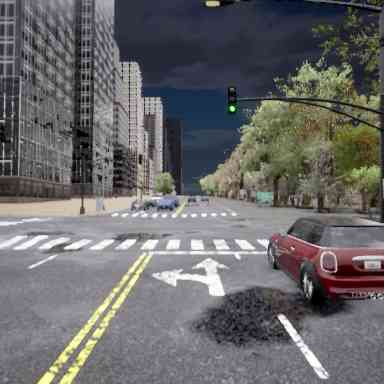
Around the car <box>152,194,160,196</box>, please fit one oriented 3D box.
[{"bbox_3d":[-6.576,1.412,62.644,2.150,2.045,5.566,0,0,1],"label":"car"}]

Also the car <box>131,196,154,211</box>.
[{"bbox_3d":[-6.608,1.621,42.641,2.128,1.511,4.902,0,0,0],"label":"car"}]

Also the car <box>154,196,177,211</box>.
[{"bbox_3d":[-3.360,1.607,42.483,1.882,1.535,5.008,0,0,0],"label":"car"}]

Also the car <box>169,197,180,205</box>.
[{"bbox_3d":[-3.323,1.716,62.758,1.812,1.442,4.674,0,0,0],"label":"car"}]

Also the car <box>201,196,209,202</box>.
[{"bbox_3d":[3.227,1.779,82.577,2.128,1.511,4.902,0,0,0],"label":"car"}]

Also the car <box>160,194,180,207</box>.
[{"bbox_3d":[-3.356,1.381,52.422,2.150,2.045,5.566,0,0,0],"label":"car"}]

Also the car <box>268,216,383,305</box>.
[{"bbox_3d":[3.344,1.369,8.284,2.097,1.767,4.553,-1,0,0],"label":"car"}]

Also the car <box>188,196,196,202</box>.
[{"bbox_3d":[-0.024,1.777,81.994,1.812,1.442,4.674,0,0,0],"label":"car"}]
